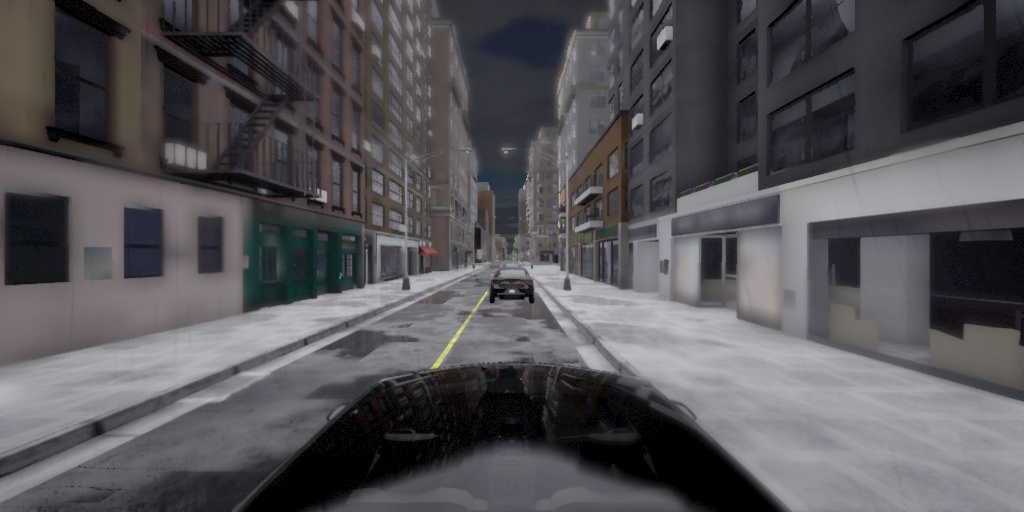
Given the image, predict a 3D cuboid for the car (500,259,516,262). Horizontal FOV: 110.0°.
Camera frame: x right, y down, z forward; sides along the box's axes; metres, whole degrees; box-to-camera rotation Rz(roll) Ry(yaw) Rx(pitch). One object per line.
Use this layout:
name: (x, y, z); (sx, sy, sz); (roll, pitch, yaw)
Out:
car: (0.000, 1.240, 31.501); (1.882, 1.535, 5.008); (0, 0, 0)

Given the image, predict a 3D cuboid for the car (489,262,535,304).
car: (0.000, 1.233, 16.500); (1.882, 1.535, 5.008); (0, 0, 0)
